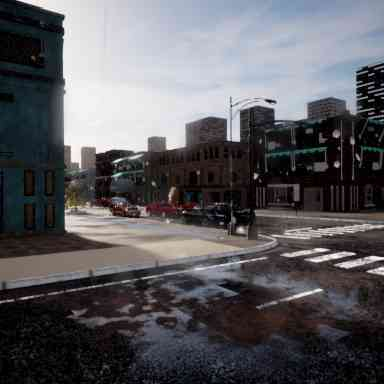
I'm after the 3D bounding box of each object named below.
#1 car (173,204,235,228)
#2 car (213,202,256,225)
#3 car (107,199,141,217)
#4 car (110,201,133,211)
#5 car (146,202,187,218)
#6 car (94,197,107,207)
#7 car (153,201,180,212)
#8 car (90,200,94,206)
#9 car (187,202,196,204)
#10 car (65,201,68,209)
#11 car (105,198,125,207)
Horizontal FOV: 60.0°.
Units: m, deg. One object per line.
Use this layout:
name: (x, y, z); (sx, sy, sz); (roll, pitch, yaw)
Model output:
car: (0.776, 1.814, 24.595); (1.947, 1.339, 4.313); (-1, 0, -35)
car: (2.879, 1.701, 26.335); (1.882, 1.535, 5.008); (-1, 0, -35)
car: (-7.147, 1.846, 35.990); (1.967, 1.590, 4.097); (-1, 0, -35)
car: (-10.954, 2.075, 51.406); (1.994, 1.385, 4.181); (-1, 0, -35)
car: (-2.987, 1.817, 34.616); (1.882, 1.535, 5.008); (-1, 0, -35)
car: (-16.306, 1.939, 63.420); (2.192, 1.841, 5.009); (-1, 0, -35)
car: (-3.504, 1.965, 45.352); (1.802, 1.307, 4.206); (-1, 0, -35)
car: (-19.500, 2.227, 67.938); (1.887, 1.381, 4.507); (-1, 0, -35)
car: (-0.306, 1.903, 40.835); (1.802, 1.307, 4.206); (-2, 0, -35)
car: (-23.041, 2.232, 58.437); (1.752, 1.417, 4.829); (-1, 0, -35)
car: (-9.056, 1.950, 43.210); (2.128, 1.511, 4.902); (-1, 0, -35)
